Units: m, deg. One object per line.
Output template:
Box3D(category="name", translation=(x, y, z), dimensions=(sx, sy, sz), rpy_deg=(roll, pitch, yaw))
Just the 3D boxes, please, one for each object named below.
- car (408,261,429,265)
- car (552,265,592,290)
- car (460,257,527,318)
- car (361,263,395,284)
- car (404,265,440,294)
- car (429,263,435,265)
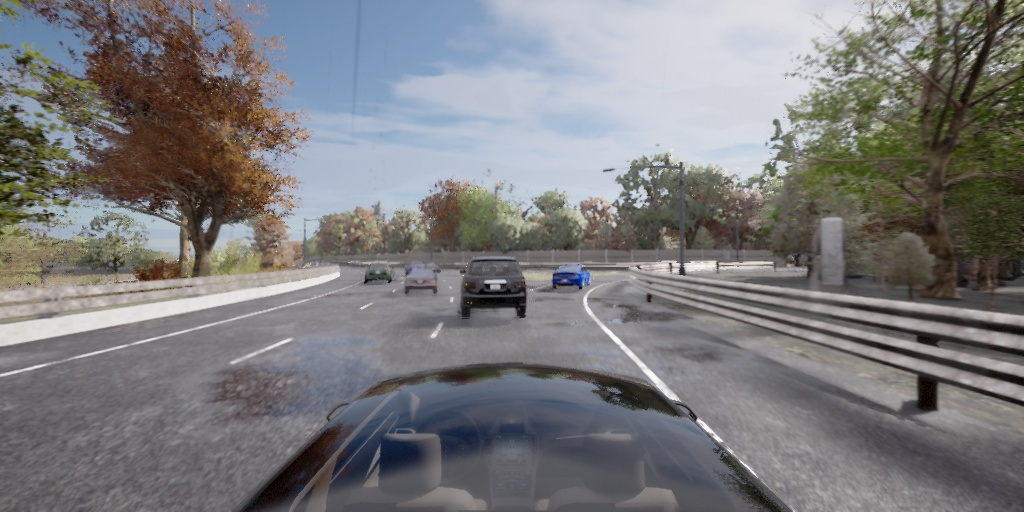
Box3D(category="car", translation=(-11.584, 1.407, 42.677), dimensions=(2.097, 1.767, 4.553), rpy_deg=(0, 0, -20))
Box3D(category="car", translation=(4.067, 1.341, 23.946), dimensions=(1.882, 1.535, 5.008), rpy_deg=(-1, 0, 21))
Box3D(category="car", translation=(-0.776, 1.047, 13.536), dimensions=(2.150, 2.045, 5.566), rpy_deg=(0, 0, -6))
Box3D(category="car", translation=(-11.134, 1.331, 30.345), dimensions=(2.097, 1.767, 4.553), rpy_deg=(0, 0, -15))
Box3D(category="car", translation=(-5.419, 1.445, 21.778), dimensions=(2.033, 1.411, 5.357), rpy_deg=(0, 0, -11))
Box3D(category="car", translation=(-11.733, 1.672, 51.284), dimensions=(1.994, 1.385, 4.181), rpy_deg=(0, 0, -26))
